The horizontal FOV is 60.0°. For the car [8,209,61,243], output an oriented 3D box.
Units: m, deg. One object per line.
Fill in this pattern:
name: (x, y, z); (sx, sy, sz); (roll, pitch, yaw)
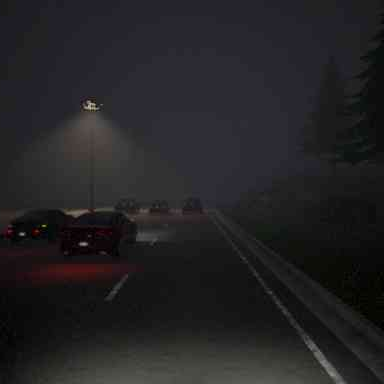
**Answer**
car: (-6.900, 1.525, 15.852); (1.812, 1.442, 4.674); (0, 0, 0)

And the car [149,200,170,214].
car: (-3.399, 1.547, 35.029); (2.033, 1.411, 5.357); (0, 0, 0)

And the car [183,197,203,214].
car: (0.098, 1.352, 35.358); (2.097, 1.767, 4.553); (0, 0, 0)

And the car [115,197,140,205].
car: (-6.896, 1.353, 35.801); (2.097, 1.767, 4.553); (0, 0, 0)

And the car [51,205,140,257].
car: (-3.400, 1.477, 12.902); (1.882, 1.535, 5.008); (0, 0, 0)

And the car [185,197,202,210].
car: (0.266, 1.491, 44.572); (2.128, 1.511, 4.902); (0, 0, 2)
